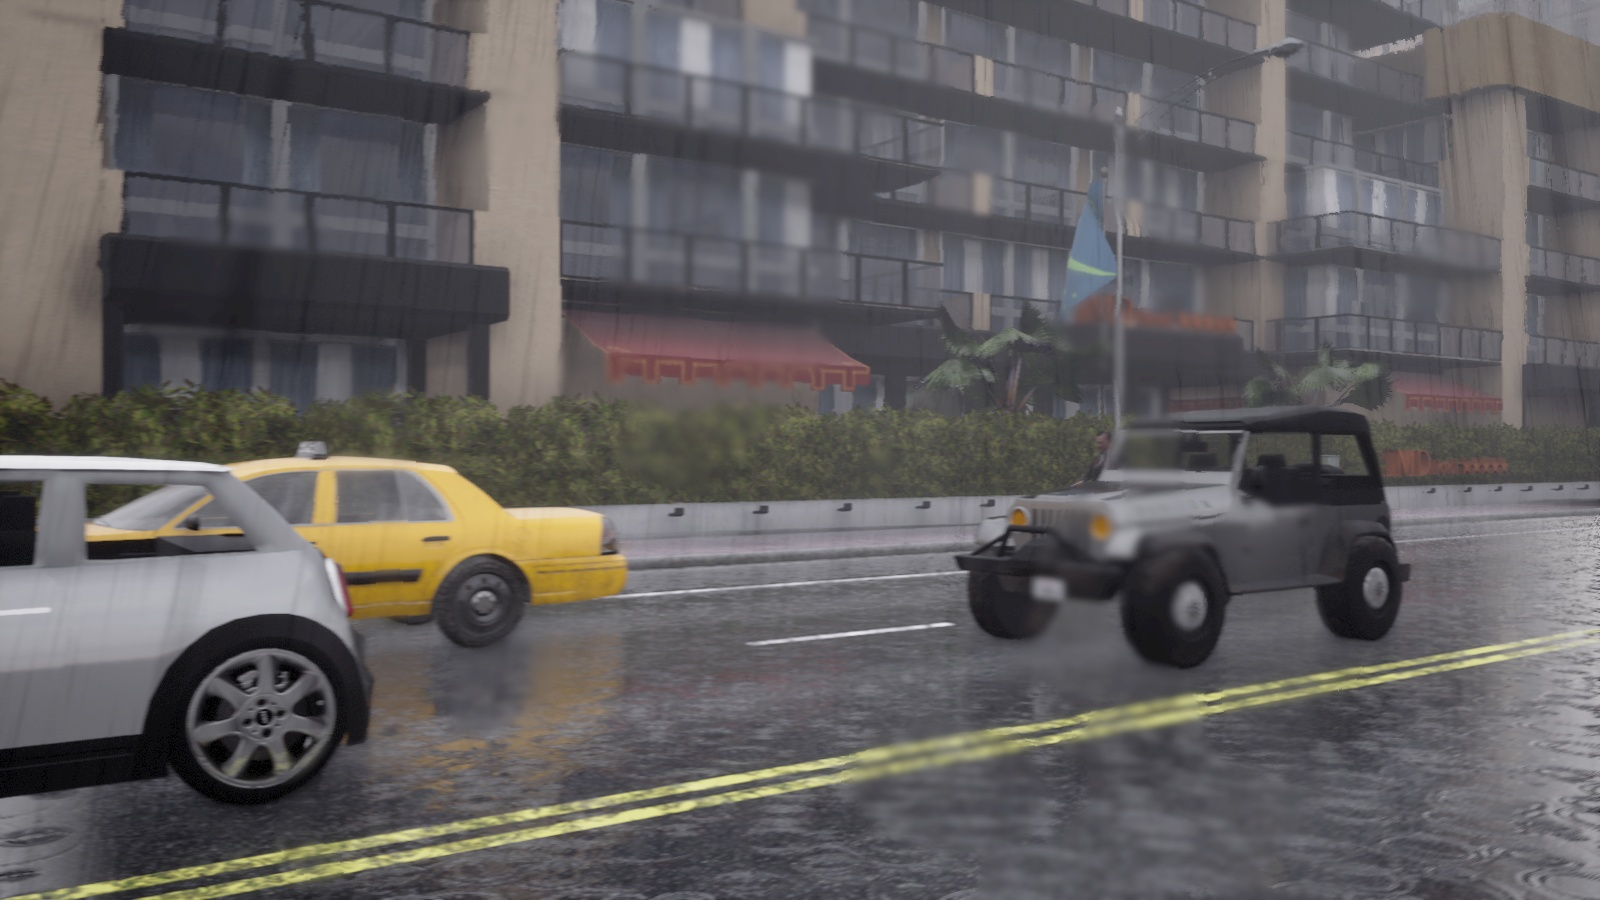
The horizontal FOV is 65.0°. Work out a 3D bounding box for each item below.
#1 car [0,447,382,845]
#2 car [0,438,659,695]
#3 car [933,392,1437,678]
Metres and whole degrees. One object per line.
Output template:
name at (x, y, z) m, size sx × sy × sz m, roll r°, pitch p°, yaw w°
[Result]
car at (-3.941, 0.731, 5.179) m, size 3.806 × 1.475 × 1.970 m, roll 0°, pitch 0°, yaw -35°
car at (-3.876, 0.715, 9.487) m, size 5.366 × 1.575 × 1.801 m, roll 0°, pitch 0°, yaw -35°
car at (3.171, 0.559, 10.132) m, size 3.866 × 1.878 × 1.905 m, roll 0°, pitch 0°, yaw -35°
